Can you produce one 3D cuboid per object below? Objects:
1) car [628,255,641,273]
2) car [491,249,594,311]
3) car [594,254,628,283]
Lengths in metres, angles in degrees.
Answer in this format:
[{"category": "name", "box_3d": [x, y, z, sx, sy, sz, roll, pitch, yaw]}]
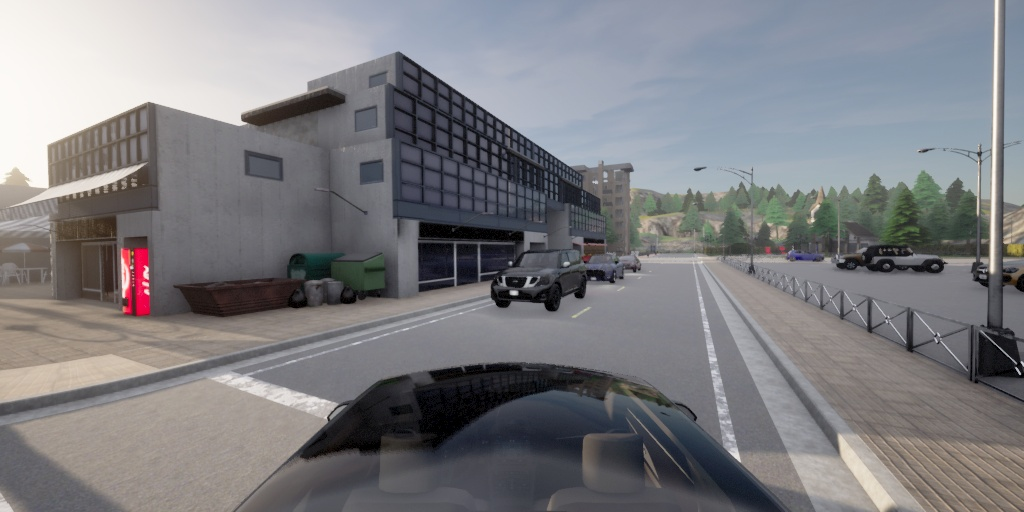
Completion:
[{"category": "car", "box_3d": [10.249, 0.634, 31.738, 1.812, 1.442, 4.674, 0, 1, 27]}, {"category": "car", "box_3d": [1.289, 0.757, 13.780, 2.150, 2.045, 5.566, 0, 1, 26]}, {"category": "car", "box_3d": [5.679, 0.678, 22.583, 2.097, 1.767, 4.553, 0, 1, 26]}]
